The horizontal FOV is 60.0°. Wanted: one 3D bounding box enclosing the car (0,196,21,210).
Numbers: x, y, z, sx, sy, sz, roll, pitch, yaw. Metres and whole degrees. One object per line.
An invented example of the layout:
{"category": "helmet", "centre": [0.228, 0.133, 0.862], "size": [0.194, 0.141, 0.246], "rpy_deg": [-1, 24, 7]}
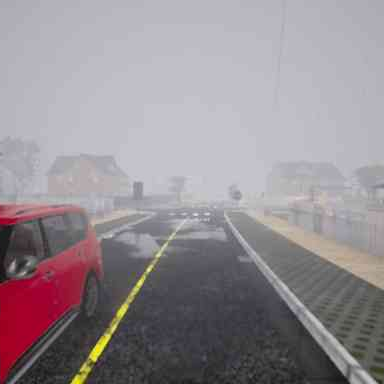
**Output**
{"category": "car", "centre": [-21.589, 1.198, 35.703], "size": [5.357, 1.411, 2.033], "rpy_deg": [0, 0, -12]}

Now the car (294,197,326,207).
{"category": "car", "centre": [15.856, 1.478, 43.766], "size": [5.008, 1.535, 1.882], "rpy_deg": [1, 0, -12]}

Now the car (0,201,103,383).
{"category": "car", "centre": [-2.792, 1.219, 4.200], "size": [2.150, 2.045, 5.566], "rpy_deg": [0, 0, 1]}
